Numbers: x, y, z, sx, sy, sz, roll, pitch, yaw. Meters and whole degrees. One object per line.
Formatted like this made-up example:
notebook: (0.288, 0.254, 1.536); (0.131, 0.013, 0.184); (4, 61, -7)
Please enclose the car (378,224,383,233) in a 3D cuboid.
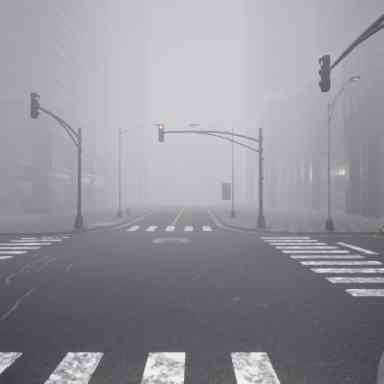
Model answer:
car: (11.753, 1.564, 16.181); (4.829, 1.417, 1.752); (0, -1, 0)
